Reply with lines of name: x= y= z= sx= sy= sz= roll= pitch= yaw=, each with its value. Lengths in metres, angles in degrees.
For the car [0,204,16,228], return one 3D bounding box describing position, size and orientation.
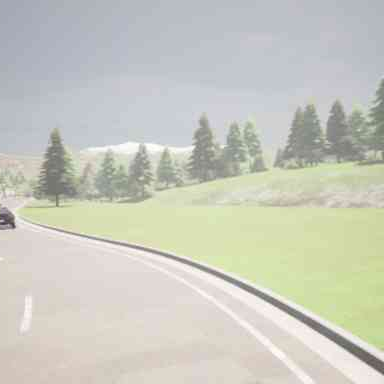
car: x=-13.969 y=1.813 z=23.993 sx=1.812 sy=1.442 sz=4.674 roll=-1 pitch=0 yaw=-36
